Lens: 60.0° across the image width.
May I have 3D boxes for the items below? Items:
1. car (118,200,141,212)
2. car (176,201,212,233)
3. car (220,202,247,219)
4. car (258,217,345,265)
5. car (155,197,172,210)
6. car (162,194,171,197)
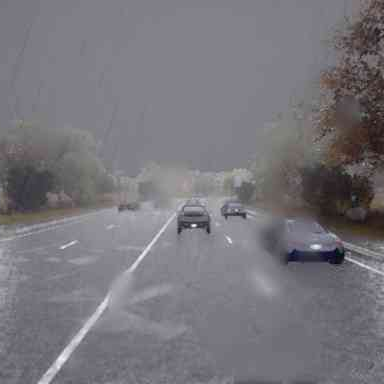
[{"bbox_3d":[-7.089,1.602,37.796,1.895,1.301,4.718,0,0,0],"label":"car"},{"bbox_3d":[0.104,1.506,19.818,1.837,1.490,4.892,0,0,0],"label":"car"},{"bbox_3d":[3.603,1.549,29.403,2.033,1.411,5.357,0,0,0],"label":"car"},{"bbox_3d":[3.602,1.565,11.689,1.994,1.385,4.181,0,0,0],"label":"car"},{"bbox_3d":[-3.583,1.602,42.379,1.895,1.301,4.718,0,0,0],"label":"car"},{"bbox_3d":[-6.039,1.093,78.359,1.882,1.535,5.008,0,0,5],"label":"car"}]
